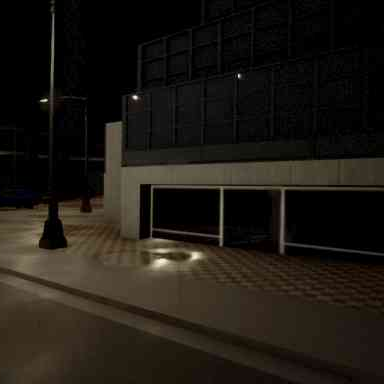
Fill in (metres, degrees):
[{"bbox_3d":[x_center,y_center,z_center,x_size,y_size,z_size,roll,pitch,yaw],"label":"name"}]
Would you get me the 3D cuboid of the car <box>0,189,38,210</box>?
[{"bbox_3d":[-17.838,0.744,32.244,2.150,2.045,5.566,1,1,36],"label":"car"}]
